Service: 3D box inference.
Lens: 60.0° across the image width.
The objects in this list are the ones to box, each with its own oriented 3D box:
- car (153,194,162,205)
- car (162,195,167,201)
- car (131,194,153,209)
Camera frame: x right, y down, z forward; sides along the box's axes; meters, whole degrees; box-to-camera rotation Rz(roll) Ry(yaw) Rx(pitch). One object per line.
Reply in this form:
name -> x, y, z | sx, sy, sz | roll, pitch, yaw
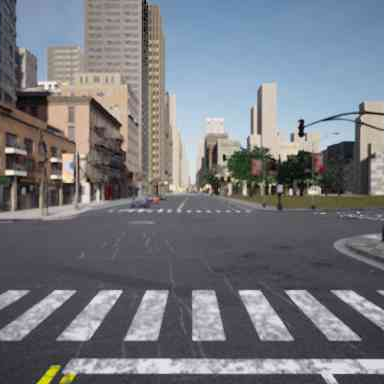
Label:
car -> -6.434, 1.082, 53.080 | 2.097, 1.767, 4.553 | 0, 0, 0
car -> -6.303, 1.206, 68.051 | 1.994, 1.385, 4.181 | 0, 0, 0
car -> -6.499, 1.316, 42.174 | 1.812, 1.442, 4.674 | 0, 0, 1
